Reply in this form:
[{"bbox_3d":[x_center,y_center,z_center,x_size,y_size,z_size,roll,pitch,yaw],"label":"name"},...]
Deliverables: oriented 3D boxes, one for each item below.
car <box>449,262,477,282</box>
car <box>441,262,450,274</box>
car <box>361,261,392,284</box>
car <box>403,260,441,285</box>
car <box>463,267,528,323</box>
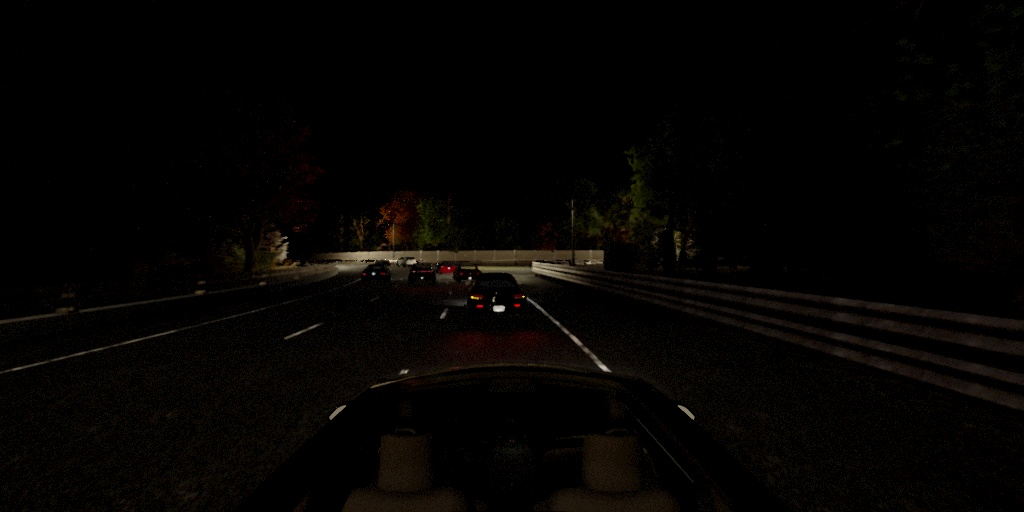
[{"bbox_3d":[-3.685,1.369,28.946,1.895,1.301,4.718,0,0,-14],"label":"car"},{"bbox_3d":[-7.714,1.347,41.715,1.994,1.385,4.181,0,0,-21],"label":"car"},{"bbox_3d":[-10.540,1.337,28.047,2.033,1.411,5.357,0,0,-15],"label":"car"},{"bbox_3d":[-6.590,1.268,26.413,2.128,1.511,4.902,0,0,-13],"label":"car"},{"bbox_3d":[-0.602,1.280,12.129,1.812,1.442,4.674,0,0,-6],"label":"car"}]
